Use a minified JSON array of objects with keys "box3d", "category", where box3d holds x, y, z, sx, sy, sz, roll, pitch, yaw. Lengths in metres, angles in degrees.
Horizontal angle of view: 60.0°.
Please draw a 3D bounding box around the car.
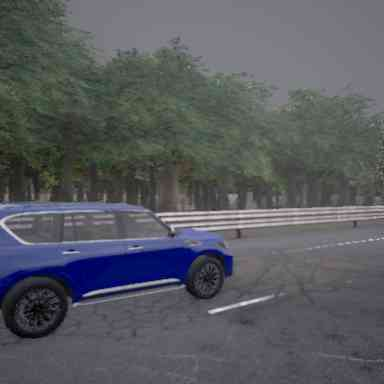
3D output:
[{"box3d":[-1.695,1.222,6.799,5.566,2.045,2.150,0,0,-35],"category":"car"}]
